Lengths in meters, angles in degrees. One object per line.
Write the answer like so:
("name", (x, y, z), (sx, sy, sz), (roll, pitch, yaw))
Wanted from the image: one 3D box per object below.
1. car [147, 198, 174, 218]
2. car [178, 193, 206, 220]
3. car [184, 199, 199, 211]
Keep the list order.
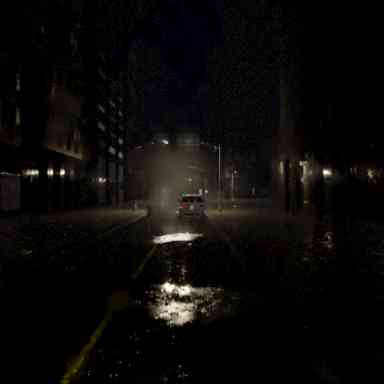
("car", (-3.079, 1.595, 31.556), (2.033, 1.411, 5.357), (0, 0, 0))
("car", (-0.023, 1.260, 28.333), (2.150, 2.045, 5.566), (0, 0, 0))
("car", (-0.053, 1.664, 43.043), (1.895, 1.301, 4.718), (0, 0, 0))
